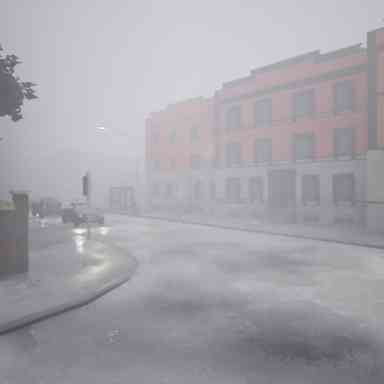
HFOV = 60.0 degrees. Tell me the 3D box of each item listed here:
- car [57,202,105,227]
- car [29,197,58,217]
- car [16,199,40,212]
[{"bbox_3d":[-7.584,1.487,22.949,1.812,1.442,4.674,0,0,-36],"label":"car"},{"bbox_3d":[-13.473,1.313,31.206,2.097,1.767,4.553,0,0,-35],"label":"car"},{"bbox_3d":[-19.783,1.561,40.099,1.895,1.301,4.718,0,0,-35],"label":"car"}]
